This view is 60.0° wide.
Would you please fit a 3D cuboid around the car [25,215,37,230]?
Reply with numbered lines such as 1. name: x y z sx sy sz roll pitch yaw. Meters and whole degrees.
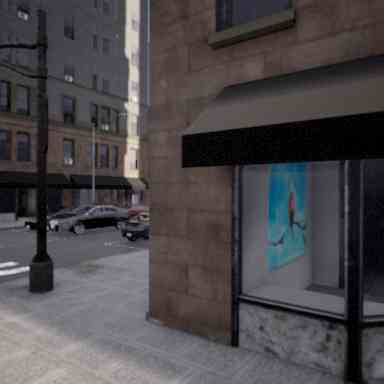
1. car: -7.923 1.556 20.401 1.947 1.339 4.313 0 0 35

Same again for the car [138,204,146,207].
1. car: -4.637 1.576 25.036 1.802 1.307 4.206 0 0 35

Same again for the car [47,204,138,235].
1. car: -5.748 1.489 19.083 2.128 1.511 4.902 0 0 35

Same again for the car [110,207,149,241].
1. car: -1.376 1.569 15.760 2.008 1.369 4.403 0 0 35
